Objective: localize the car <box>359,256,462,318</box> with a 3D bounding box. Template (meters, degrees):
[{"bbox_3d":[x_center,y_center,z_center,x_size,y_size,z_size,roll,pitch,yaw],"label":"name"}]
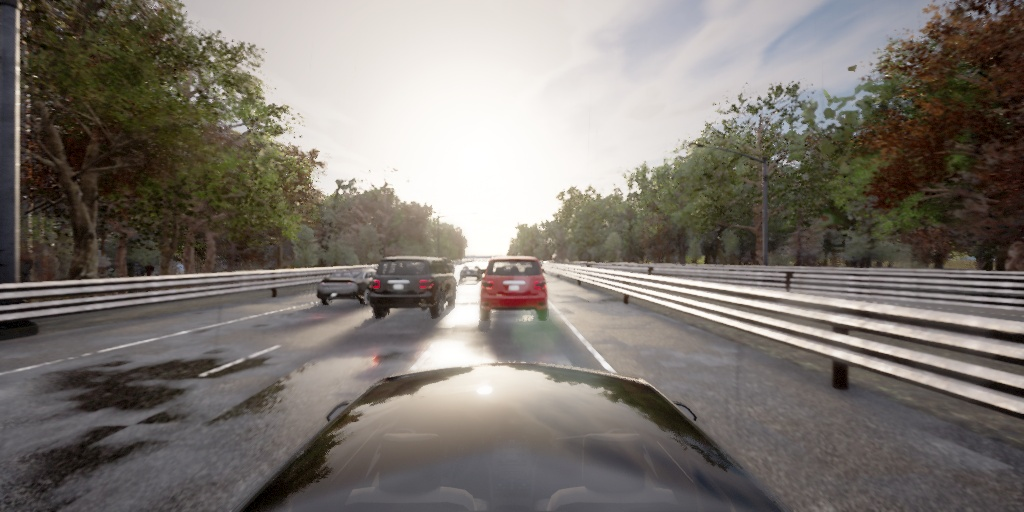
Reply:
[{"bbox_3d":[-3.460,1.042,13.542,2.150,2.045,5.566,0,0,0],"label":"car"}]

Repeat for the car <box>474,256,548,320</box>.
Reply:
[{"bbox_3d":[0.044,1.038,13.125,2.150,2.045,5.566,0,0,0],"label":"car"}]

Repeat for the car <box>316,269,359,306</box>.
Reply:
[{"bbox_3d":[-6.989,1.331,16.461,2.128,1.511,4.902,0,0,-1],"label":"car"}]

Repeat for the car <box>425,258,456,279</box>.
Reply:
[{"bbox_3d":[-7.346,1.197,37.417,2.150,2.045,5.566,0,0,-1],"label":"car"}]

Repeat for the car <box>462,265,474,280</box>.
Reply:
[{"bbox_3d":[-3.744,1.491,33.005,2.033,1.411,5.357,0,0,-1],"label":"car"}]
